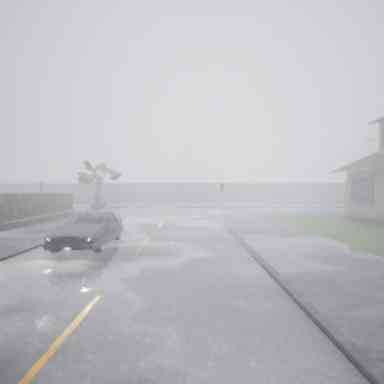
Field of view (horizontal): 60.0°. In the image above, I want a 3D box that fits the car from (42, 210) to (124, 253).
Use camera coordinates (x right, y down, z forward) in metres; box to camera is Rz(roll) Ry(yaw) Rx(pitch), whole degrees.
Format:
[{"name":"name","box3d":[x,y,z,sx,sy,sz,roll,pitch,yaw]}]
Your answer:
[{"name":"car","box3d":[-4.116,1.476,13.645,2.033,1.411,5.357,0,0,0]}]
